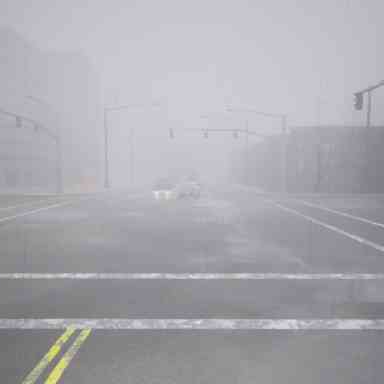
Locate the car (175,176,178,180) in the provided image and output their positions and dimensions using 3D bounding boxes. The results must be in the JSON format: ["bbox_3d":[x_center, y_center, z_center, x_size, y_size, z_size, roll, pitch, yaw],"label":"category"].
[{"bbox_3d":[-3.525,-1.669,51.296,1.837,1.490,4.892,0,4,0],"label":"car"}]

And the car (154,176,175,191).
[{"bbox_3d":[-3.542,-0.945,41.389,1.994,1.385,4.181,0,4,0],"label":"car"}]

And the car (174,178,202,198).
[{"bbox_3d":[-0.137,-0.253,30.500,1.812,1.442,4.674,1,4,6],"label":"car"}]

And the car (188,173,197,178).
[{"bbox_3d":[0.178,-2.130,57.967,2.128,1.511,4.902,0,4,0],"label":"car"}]
